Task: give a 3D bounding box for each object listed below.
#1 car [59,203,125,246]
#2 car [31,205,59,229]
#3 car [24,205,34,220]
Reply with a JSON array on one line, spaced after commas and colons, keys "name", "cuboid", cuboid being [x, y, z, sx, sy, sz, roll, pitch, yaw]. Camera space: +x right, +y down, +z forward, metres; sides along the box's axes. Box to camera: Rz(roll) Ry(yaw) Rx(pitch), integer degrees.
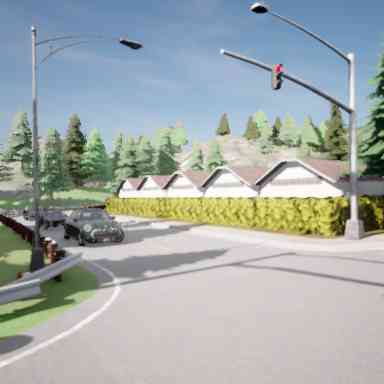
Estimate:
[{"name": "car", "cuboid": [-5.201, 1.686, 17.428, 2.097, 1.767, 4.553, -1, 0, -33]}, {"name": "car", "cuboid": [-10.887, 2.023, 26.087, 2.033, 1.411, 5.357, -1, 0, -33]}, {"name": "car", "cuboid": [-16.653, 2.124, 35.156, 1.837, 1.490, 4.892, -1, 0, -31]}]
